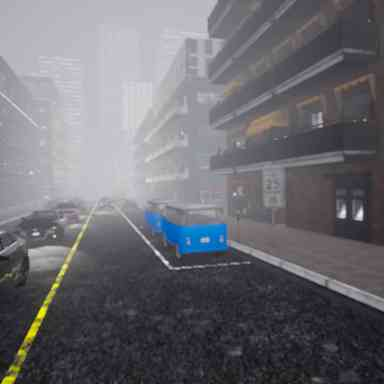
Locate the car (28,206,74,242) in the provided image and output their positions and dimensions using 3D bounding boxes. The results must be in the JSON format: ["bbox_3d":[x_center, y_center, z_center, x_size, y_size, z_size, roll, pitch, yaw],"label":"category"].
[{"bbox_3d":[-7.093,1.596,16.025,1.994,1.385,4.181,-1,0,-14],"label":"car"}]

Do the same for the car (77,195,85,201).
[{"bbox_3d":[-28.534,1.583,85.731,1.802,1.307,4.206,-2,1,-15],"label":"car"}]

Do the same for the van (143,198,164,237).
[{"bbox_3d":[-1.533,1.257,17.548,1.690,1.788,3.998,-2,1,-15],"label":"van"}]

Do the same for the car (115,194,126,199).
[{"bbox_3d":[-10.299,1.401,50.174,1.752,1.417,4.829,-2,1,-15],"label":"car"}]

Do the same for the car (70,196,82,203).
[{"bbox_3d":[-24.178,1.570,69.500,2.008,1.369,4.403,-2,1,-15],"label":"car"}]

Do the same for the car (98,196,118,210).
[{"bbox_3d":[-10.606,1.538,41.391,1.895,1.301,4.718,-1,0,-15],"label":"car"}]

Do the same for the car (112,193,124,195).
[{"bbox_3d":[-13.171,1.178,60.827,2.192,1.841,5.009,-2,1,-15],"label":"car"}]

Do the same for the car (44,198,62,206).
[{"bbox_3d":[-15.411,1.639,37.051,1.802,1.307,4.206,-2,1,-15],"label":"car"}]

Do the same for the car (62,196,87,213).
[{"bbox_3d":[-12.412,1.498,35.971,2.128,1.511,4.902,-1,0,-15],"label":"car"}]

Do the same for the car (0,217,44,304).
[{"bbox_3d":[-4.510,1.536,6.429,2.128,1.511,4.902,-1,0,-15],"label":"car"}]

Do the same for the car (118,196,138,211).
[{"bbox_3d":[-7.344,1.471,39.190,1.802,1.307,4.206,-2,1,-15],"label":"car"}]

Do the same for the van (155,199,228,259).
[{"bbox_3d":[-0.079,1.264,12.137,1.690,1.788,3.998,-2,1,-15],"label":"van"}]

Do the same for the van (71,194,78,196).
[{"bbox_3d":[-19.782,1.379,53.278,1.690,1.788,3.998,-2,1,-15],"label":"van"}]

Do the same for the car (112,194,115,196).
[{"bbox_3d":[-13.223,1.431,51.100,1.837,1.490,4.892,-1,0,-15],"label":"car"}]

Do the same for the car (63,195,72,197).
[{"bbox_3d":[-16.870,1.491,42.459,1.967,1.590,4.097,-2,1,-15],"label":"car"}]

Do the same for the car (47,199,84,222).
[{"bbox_3d":[-9.736,1.546,25.873,1.812,1.442,4.674,-1,0,-15],"label":"car"}]

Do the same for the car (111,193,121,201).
[{"bbox_3d":[-18.989,1.152,82.467,2.192,1.841,5.009,-2,1,-15],"label":"car"}]

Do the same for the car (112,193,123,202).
[{"bbox_3d":[-16.081,1.165,71.647,2.192,1.841,5.009,-2,1,-15],"label":"car"}]
